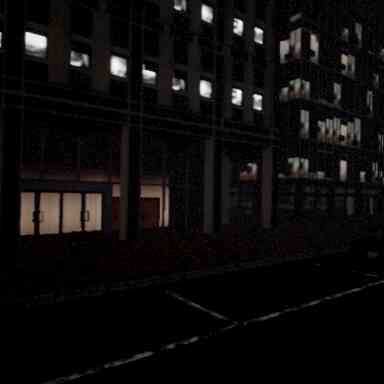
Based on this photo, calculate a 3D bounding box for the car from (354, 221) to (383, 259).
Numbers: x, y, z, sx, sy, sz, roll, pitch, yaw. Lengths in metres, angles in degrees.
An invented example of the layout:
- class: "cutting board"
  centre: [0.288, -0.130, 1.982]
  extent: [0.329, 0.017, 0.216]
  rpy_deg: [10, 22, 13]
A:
- class: "car"
  centre: [7.607, 1.668, 11.950]
  extent: [4.313, 1.339, 1.947]
  rpy_deg: [1, 1, -35]
